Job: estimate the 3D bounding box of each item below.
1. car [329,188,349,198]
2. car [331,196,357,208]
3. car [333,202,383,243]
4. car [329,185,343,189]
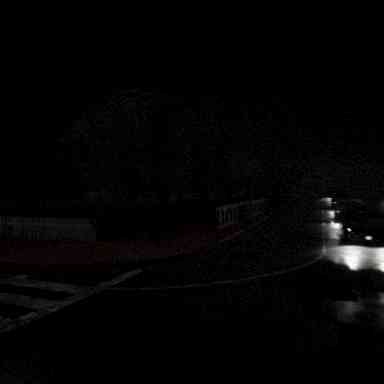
[{"bbox_3d":[15.016,0.772,33.580,1.837,1.490,4.892,0,4,22],"label":"car"},{"bbox_3d":[11.336,1.263,24.241,1.812,1.442,4.674,0,1,21],"label":"car"},{"bbox_3d":[7.939,1.402,15.608,2.033,1.411,5.357,0,0,21],"label":"car"},{"bbox_3d":[18.963,-0.131,43.443,1.994,1.385,4.181,0,7,22],"label":"car"}]
